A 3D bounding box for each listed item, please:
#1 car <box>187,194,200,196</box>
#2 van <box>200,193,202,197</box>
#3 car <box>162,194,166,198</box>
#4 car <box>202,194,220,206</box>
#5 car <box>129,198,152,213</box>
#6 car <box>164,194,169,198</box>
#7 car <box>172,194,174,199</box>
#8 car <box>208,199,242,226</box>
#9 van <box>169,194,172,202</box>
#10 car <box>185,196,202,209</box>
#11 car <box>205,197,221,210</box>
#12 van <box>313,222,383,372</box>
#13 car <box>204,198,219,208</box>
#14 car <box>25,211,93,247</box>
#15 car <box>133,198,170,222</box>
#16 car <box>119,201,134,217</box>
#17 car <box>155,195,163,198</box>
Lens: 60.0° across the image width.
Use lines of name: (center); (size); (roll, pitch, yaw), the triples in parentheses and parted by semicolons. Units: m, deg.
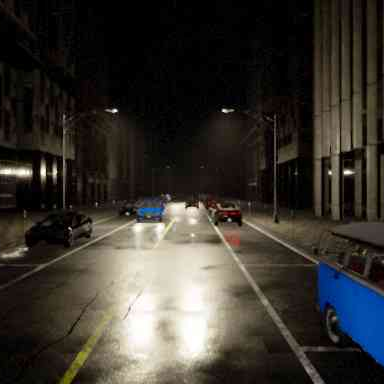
car: (-0.004, 1.554, 59.112); (1.812, 1.442, 4.674); (0, 0, 0)
van: (2.762, 1.370, 60.083); (1.690, 1.788, 3.998); (0, 0, 0)
car: (-5.764, 1.550, 54.264); (1.752, 1.417, 4.829); (0, 0, 0)
car: (2.763, 1.335, 43.173); (2.192, 1.841, 5.009); (0, 0, 0)
car: (-5.762, 1.457, 37.526); (1.967, 1.590, 4.097); (0, 0, 0)
car: (-5.764, 1.468, 60.070); (1.967, 1.590, 4.097); (0, 0, 0)
car: (-5.765, 1.562, 76.809); (1.752, 1.417, 4.829); (0, 0, 0)
car: (2.353, 1.514, 23.333); (1.837, 1.490, 4.892); (0, 0, 0)
van: (-5.764, 1.375, 71.344); (1.690, 1.788, 3.998); (0, 0, 0)
car: (0.028, 1.621, 45.146); (1.895, 1.301, 4.718); (0, 0, 1)
car: (2.762, 1.562, 37.536); (1.887, 1.381, 4.507); (0, 0, 0)
van: (2.765, 1.343, 3.716); (1.690, 1.788, 3.998); (0, 0, 0)
car: (2.762, 1.589, 48.809); (1.947, 1.339, 4.313); (0, 0, 0)
car: (-5.761, 1.572, 14.980); (1.947, 1.339, 4.313); (0, 0, 0)
car: (-3.100, 1.489, 26.351); (1.882, 1.535, 5.008); (0, 0, 0)
car: (-5.762, 1.580, 31.889); (1.947, 1.339, 4.313); (0, 0, 0)
car: (-5.763, 1.573, 48.798); (2.008, 1.369, 4.403); (0, 0, 0)
